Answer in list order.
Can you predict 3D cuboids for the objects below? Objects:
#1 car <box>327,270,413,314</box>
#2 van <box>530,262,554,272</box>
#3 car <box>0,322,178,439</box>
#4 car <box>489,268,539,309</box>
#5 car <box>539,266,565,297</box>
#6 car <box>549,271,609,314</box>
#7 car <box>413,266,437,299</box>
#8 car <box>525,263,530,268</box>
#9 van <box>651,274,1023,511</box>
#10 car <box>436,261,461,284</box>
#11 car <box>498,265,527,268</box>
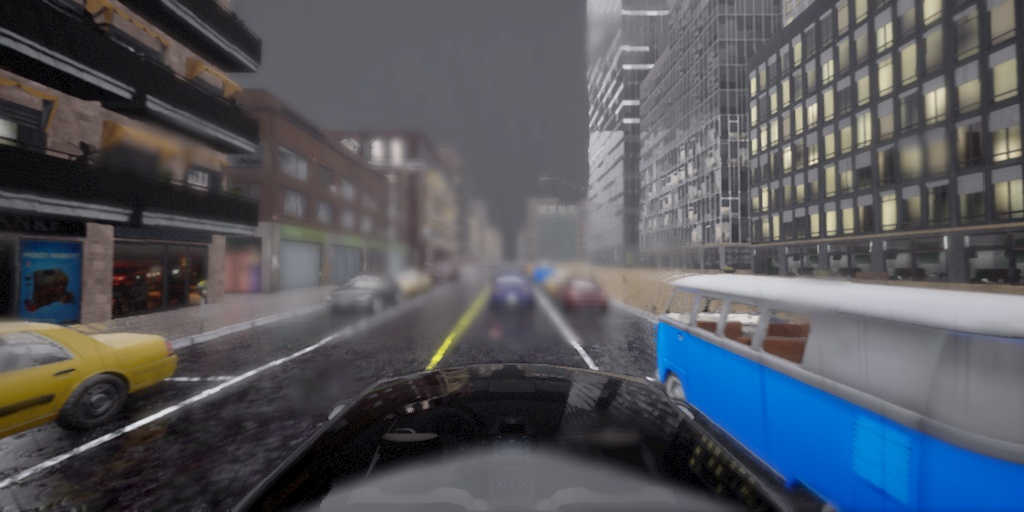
[{"bbox_3d":[-5.685,1.434,14.361,2.007,1.370,4.403,0,0,0],"label":"car"},{"bbox_3d":[2.701,1.400,31.067,1.690,1.789,3.998,0,0,0],"label":"van"},{"bbox_3d":[-5.689,1.292,3.054,1.751,1.417,4.829,0,0,0],"label":"car"},{"bbox_3d":[0.029,1.423,15.754,1.812,1.442,4.674,0,0,1],"label":"car"},{"bbox_3d":[2.698,1.466,20.097,1.751,1.417,4.829,0,0,0],"label":"car"},{"bbox_3d":[2.696,1.465,14.357,1.802,1.307,4.207,0,0,0],"label":"car"},{"bbox_3d":[-5.683,1.467,19.762,1.751,1.417,4.829,0,0,0],"label":"car"},{"bbox_3d":[3.155,1.708,47.131,1.882,1.535,5.008,0,-1,0],"label":"car"},{"bbox_3d":[2.692,1.107,3.220,1.690,1.789,3.998,0,0,0],"label":"van"},{"bbox_3d":[-5.679,1.374,31.070,2.192,1.841,5.009,0,0,0],"label":"car"},{"bbox_3d":[0.026,1.650,30.127,1.895,1.301,4.718,0,-1,1],"label":"car"}]
